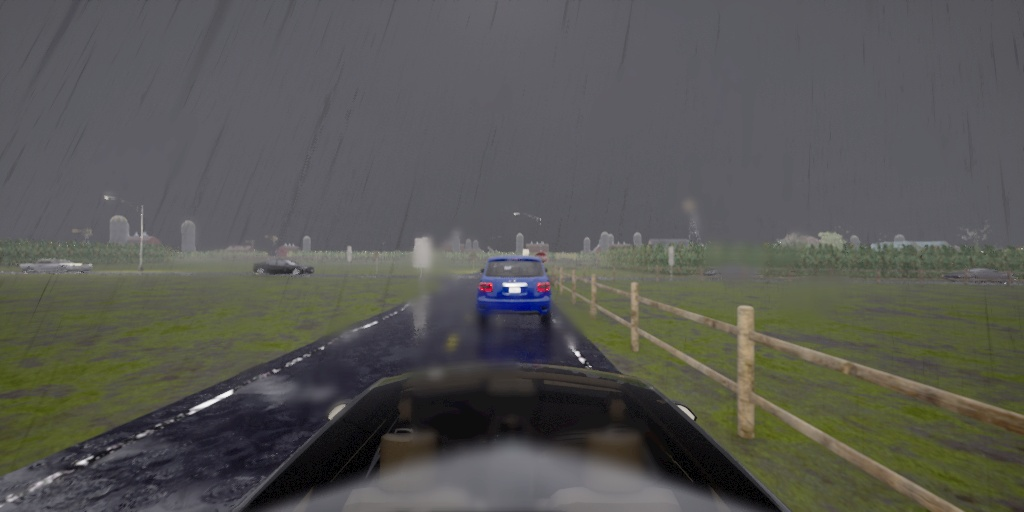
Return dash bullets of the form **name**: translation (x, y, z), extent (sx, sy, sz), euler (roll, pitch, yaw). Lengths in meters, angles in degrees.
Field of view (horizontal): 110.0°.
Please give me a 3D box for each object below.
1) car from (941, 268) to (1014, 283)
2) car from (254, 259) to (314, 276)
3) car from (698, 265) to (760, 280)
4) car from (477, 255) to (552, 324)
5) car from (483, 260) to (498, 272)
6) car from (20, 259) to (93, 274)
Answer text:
- **car**: translation (46.376, 1.951, 35.770), extent (5.357, 1.411, 2.033), euler (1, -1, 1)
- **car**: translation (-20.920, 1.053, 33.035), extent (5.008, 1.535, 1.882), euler (1, -1, 0)
- **car**: translation (21.665, 1.650, 35.898), extent (5.357, 1.411, 2.033), euler (1, -1, 0)
- **car**: translation (0.081, 0.998, 12.268), extent (2.150, 2.045, 5.566), euler (0, 0, 0)
- **car**: translation (-2.915, 1.332, 50.364), extent (1.837, 1.490, 4.892), euler (0, 1, 0)
- **car**: translation (-41.874, 0.963, 33.098), extent (4.718, 1.301, 1.895), euler (1, -1, 0)
